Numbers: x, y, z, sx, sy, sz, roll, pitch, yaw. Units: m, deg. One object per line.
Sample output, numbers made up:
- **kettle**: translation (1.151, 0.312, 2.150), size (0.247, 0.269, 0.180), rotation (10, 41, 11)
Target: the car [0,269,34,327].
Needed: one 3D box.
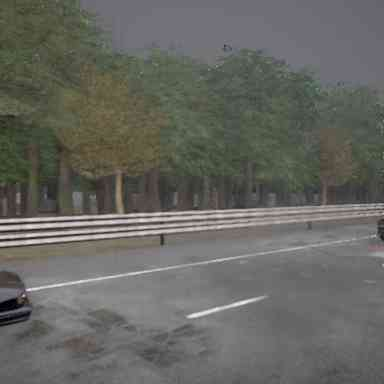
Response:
- **car**: translation (-5.131, 1.547, 4.385), size (5.357, 1.411, 2.033), rotation (0, 0, -36)

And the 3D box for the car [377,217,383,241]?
- **car**: translation (10.531, 1.507, 15.546), size (4.892, 1.490, 1.837), rotation (0, 0, -35)
